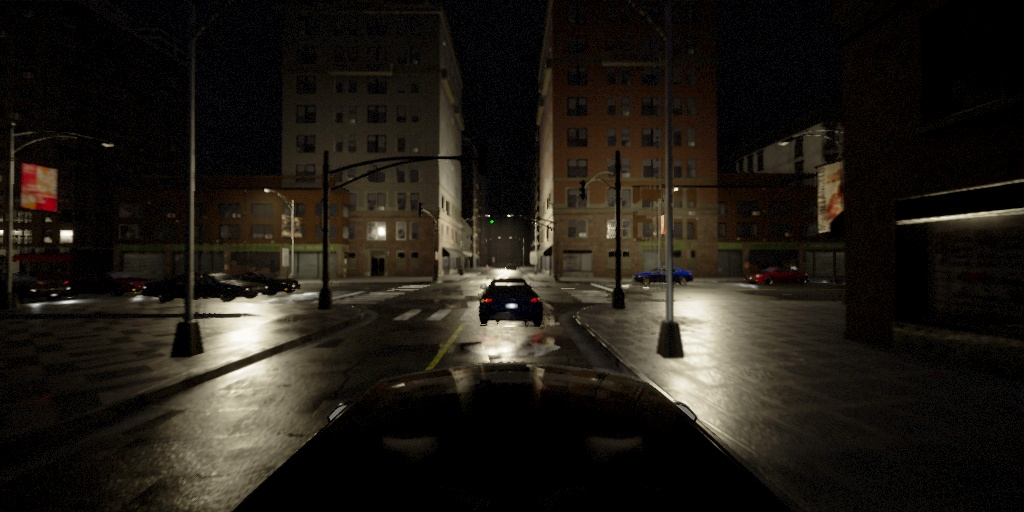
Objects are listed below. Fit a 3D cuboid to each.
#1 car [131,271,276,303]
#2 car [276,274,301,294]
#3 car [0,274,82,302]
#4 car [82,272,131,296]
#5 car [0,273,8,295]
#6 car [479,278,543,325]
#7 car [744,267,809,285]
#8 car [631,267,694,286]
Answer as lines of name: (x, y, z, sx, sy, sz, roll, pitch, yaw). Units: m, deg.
car: (-15.476, 1.560, 18.233, 5.357, 1.411, 2.033, 0, -1, 0)
car: (-15.066, 1.616, 21.484, 4.181, 1.385, 1.994, 0, -1, 0)
car: (-25.856, 1.599, 18.174, 5.357, 1.411, 2.033, 0, -1, 0)
car: (-23.847, 1.650, 21.431, 4.181, 1.385, 1.994, 0, -1, -1)
car: (-33.738, 1.719, 21.381, 4.718, 1.301, 1.895, 0, -1, 0)
car: (-0.128, 1.450, 12.439, 1.994, 1.385, 4.181, 0, -1, -3)
car: (20.870, 1.565, 28.391, 4.181, 1.385, 1.994, 0, -1, 0)
car: (11.831, 1.557, 28.343, 4.674, 1.442, 1.812, 0, -1, 0)
